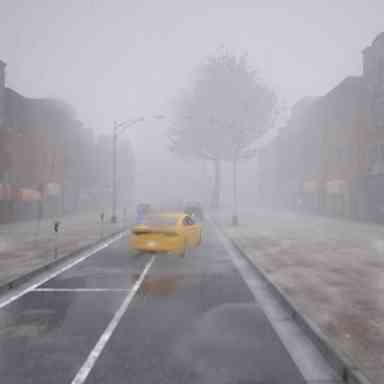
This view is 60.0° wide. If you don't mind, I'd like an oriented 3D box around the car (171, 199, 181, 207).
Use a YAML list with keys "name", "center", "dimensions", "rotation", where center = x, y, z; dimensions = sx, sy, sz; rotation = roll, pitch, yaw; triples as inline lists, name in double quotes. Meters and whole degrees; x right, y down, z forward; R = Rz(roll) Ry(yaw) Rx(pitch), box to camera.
- name: "car"
  center: [-2.588, 1.883, 38.330]
  dimensions: [1.752, 1.417, 4.829]
  rotation: [2, -1, 0]

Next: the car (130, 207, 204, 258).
- name: "car"
  center: [-0.838, 1.598, 13.385]
  dimensions: [1.882, 1.535, 5.008]
  rotation: [0, -1, 11]

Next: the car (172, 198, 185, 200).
- name: "car"
  center: [-2.580, 2.020, 49.570]
  dimensions: [2.008, 1.369, 4.403]
  rotation: [1, -1, 0]

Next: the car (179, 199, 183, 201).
- name: "car"
  center: [-2.584, 1.958, 44.035]
  dimensions: [1.887, 1.381, 4.507]
  rotation: [2, -1, 0]

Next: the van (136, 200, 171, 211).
- name: "van"
  center: [-2.596, 1.541, 21.897]
  dimensions: [1.690, 1.788, 3.998]
  rotation: [2, -1, 0]

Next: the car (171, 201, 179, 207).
- name: "car"
  center: [-2.593, 1.871, 32.965]
  dimensions: [1.947, 1.339, 4.313]
  rotation: [2, -1, 0]

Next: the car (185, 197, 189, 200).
- name: "car"
  center: [0.137, 1.981, 52.970]
  dimensions: [1.882, 1.535, 5.008]
  rotation: [0, -1, 0]

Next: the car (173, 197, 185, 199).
- name: "car"
  center: [-2.570, 1.840, 55.107]
  dimensions: [2.192, 1.841, 5.009]
  rotation: [1, -1, 0]

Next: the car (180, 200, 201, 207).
- name: "car"
  center: [0.116, 1.805, 32.156]
  dimensions: [1.837, 1.490, 4.892]
  rotation: [0, 0, 0]
